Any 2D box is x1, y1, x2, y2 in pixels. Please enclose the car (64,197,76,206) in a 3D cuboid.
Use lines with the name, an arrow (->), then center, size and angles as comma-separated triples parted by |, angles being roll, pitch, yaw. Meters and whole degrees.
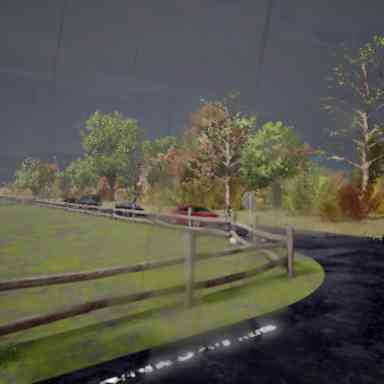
car -> -21.508, 1.648, 59.428 | 1.882, 1.535, 5.008 | 1, 0, -35

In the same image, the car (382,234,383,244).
car -> 8.836, 1.702, 10.452 | 1.895, 1.301, 4.718 | 1, 0, -35

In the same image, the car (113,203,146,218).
car -> -6.040, 1.708, 31.934 | 1.994, 1.385, 4.181 | 1, 0, -34

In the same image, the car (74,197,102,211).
car -> -12.974, 1.714, 41.990 | 1.994, 1.385, 4.181 | 1, 0, -34

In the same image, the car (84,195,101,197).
car -> -15.480, 1.396, 50.735 | 2.150, 2.045, 5.566 | 1, 0, -35

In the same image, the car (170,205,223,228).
car -> 0.185, 1.657, 22.943 | 1.812, 1.442, 4.674 | 1, -1, -35

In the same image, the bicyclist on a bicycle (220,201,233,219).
bicyclist on a bicycle -> 3.052, 1.639, 29.290 | 1.656, 1.620, 0.582 | 0, 0, -35
